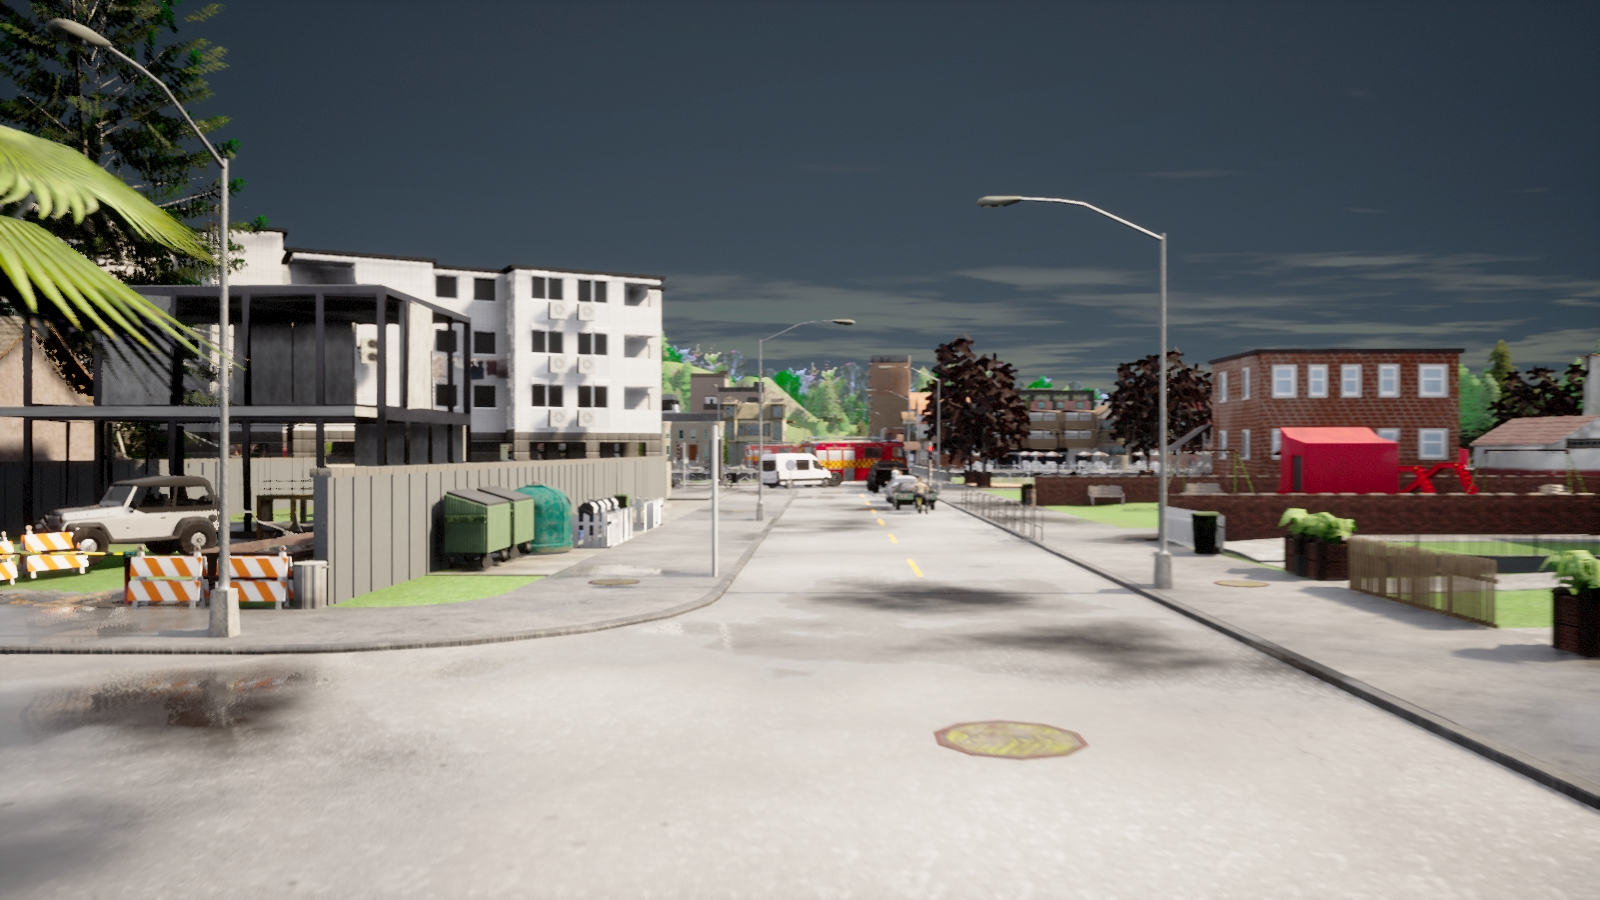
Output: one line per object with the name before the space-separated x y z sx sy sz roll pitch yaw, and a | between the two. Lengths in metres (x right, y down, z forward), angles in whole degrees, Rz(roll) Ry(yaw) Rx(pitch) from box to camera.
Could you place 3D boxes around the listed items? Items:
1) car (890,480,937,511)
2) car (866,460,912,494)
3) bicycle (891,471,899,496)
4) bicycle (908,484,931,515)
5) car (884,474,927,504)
car | 5.370 2.150 54.536 1.895 1.301 4.718 0 0 2
car | 5.826 1.748 75.675 2.390 2.098 6.274 0 0 -1
bicycle | 5.807 2.050 69.669 0.373 1.496 1.643 0 0 2
bicycle | 5.206 2.153 49.723 0.859 1.276 1.487 0 0 1
car | 5.579 2.076 61.075 2.002 1.442 4.674 0 0 2
